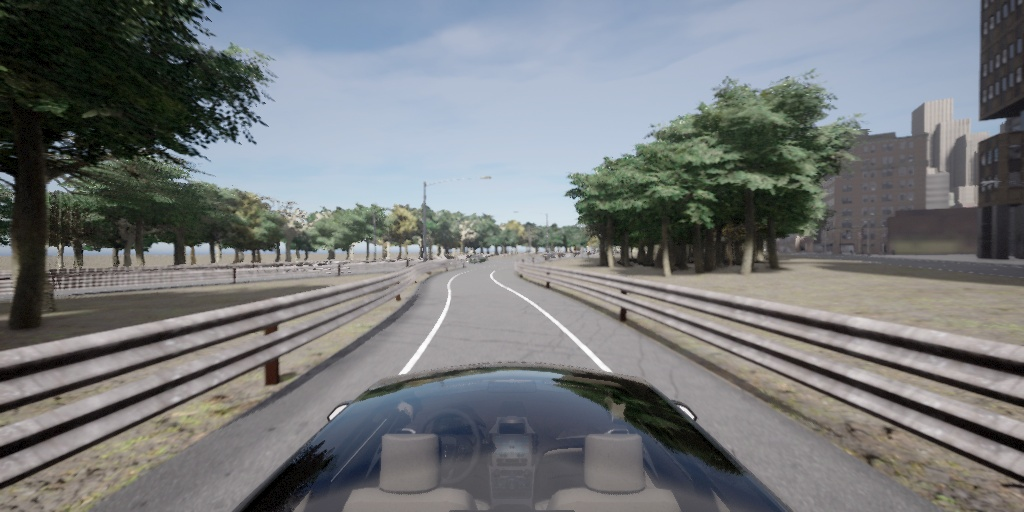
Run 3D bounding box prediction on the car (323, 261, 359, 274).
[{"bbox_3d":[-22.508,1.426,47.312,1.812,1.442,4.674,0,1,32],"label":"car"}]
